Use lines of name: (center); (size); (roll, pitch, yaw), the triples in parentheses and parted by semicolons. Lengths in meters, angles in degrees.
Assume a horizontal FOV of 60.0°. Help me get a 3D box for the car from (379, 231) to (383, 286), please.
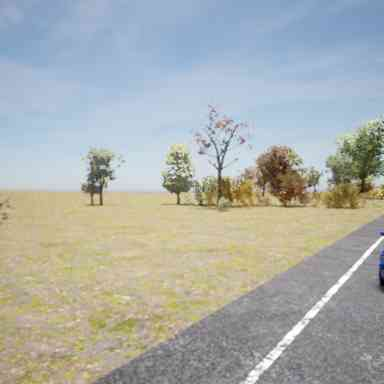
car: (6.113, 1.400, 8.571); (1.882, 1.535, 5.008); (0, 0, 36)
